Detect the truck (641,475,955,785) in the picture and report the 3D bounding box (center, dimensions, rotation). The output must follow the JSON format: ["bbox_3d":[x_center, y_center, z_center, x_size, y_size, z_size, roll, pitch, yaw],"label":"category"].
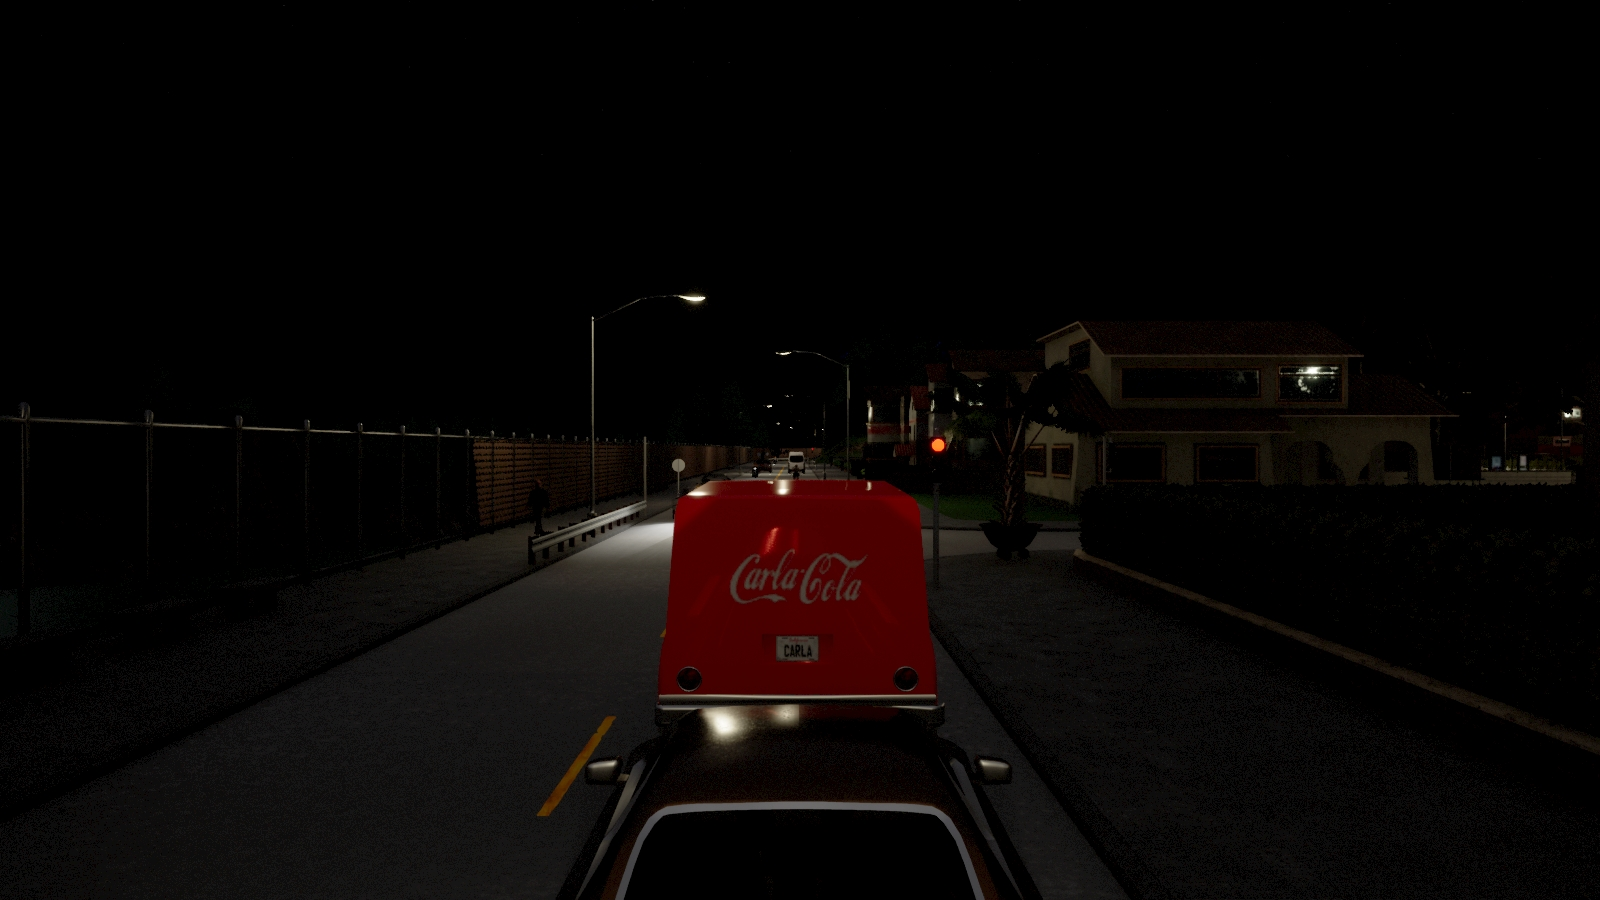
[{"bbox_3d":[-0.025,1.564,12.158,2.627,2.467,5.204,0,0,0],"label":"truck"}]

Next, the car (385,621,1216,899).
[{"bbox_3d":[-0.006,1.989,5.238,2.152,1.651,5.027,0,0,0],"label":"car"}]

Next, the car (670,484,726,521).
[{"bbox_3d":[-4.134,2.139,46.992,1.895,1.301,4.718,0,0,0],"label":"car"}]

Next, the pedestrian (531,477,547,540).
[{"bbox_3d":[-7.746,1.732,33.905,0.375,1.860,0.375,0,0,8],"label":"pedestrian"}]
